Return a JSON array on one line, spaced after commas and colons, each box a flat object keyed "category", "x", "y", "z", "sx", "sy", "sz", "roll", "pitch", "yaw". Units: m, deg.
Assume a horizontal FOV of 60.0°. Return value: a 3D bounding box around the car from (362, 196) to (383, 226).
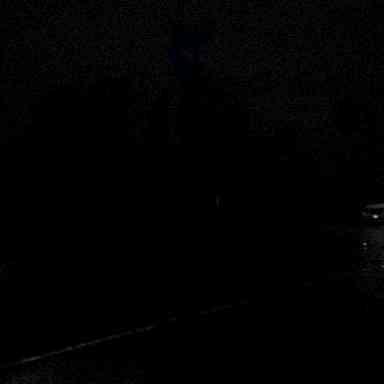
[{"category": "car", "x": 13.659, "y": 1.196, "z": 22.243, "sx": 5.566, "sy": 2.045, "sz": 2.150, "roll": 0, "pitch": 0, "yaw": -35}]
